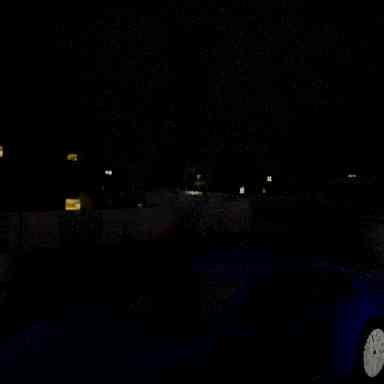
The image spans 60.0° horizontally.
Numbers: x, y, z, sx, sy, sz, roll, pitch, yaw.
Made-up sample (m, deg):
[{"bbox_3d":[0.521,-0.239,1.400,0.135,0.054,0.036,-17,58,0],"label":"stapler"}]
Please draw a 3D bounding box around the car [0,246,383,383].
[{"bbox_3d":[0.456,1.480,3.865,5.008,1.535,1.882,0,0,-35],"label":"car"}]

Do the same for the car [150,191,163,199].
[{"bbox_3d":[-6.450,0.633,61.645,1.812,1.442,4.674,1,1,-21],"label":"car"}]
